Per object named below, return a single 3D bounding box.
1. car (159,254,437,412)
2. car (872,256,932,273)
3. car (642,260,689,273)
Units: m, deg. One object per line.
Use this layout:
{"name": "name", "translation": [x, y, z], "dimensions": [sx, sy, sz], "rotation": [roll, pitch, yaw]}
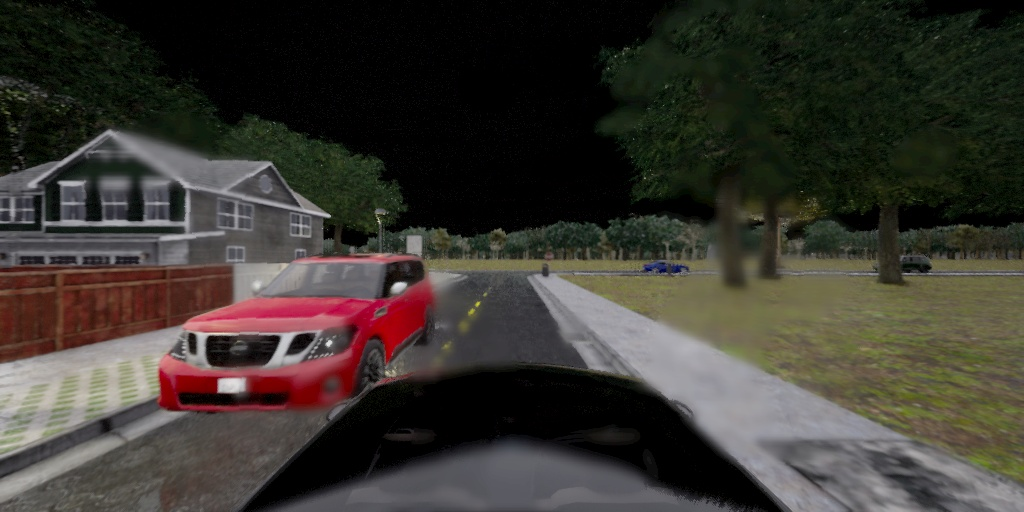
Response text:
{"name": "car", "translation": [-2.852, 0.970, 6.418], "dimensions": [2.150, 2.045, 5.566], "rotation": [0, 0, 0]}
{"name": "car", "translation": [46.569, 1.000, 42.832], "dimensions": [5.566, 2.045, 2.150], "rotation": [0, 0, 0]}
{"name": "car", "translation": [17.179, 1.226, 40.162], "dimensions": [5.008, 1.535, 1.882], "rotation": [0, 0, 0]}
